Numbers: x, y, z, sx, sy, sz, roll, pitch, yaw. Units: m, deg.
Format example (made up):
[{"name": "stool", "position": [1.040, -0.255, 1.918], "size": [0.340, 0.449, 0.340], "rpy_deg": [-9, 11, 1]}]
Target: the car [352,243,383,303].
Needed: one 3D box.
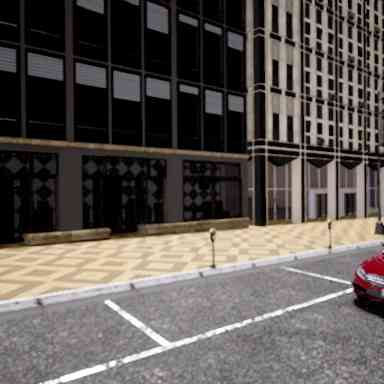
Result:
[{"name": "car", "position": [5.408, 1.560, 7.219], "size": [4.674, 1.442, 1.812], "rpy_deg": [0, 0, -35]}]
